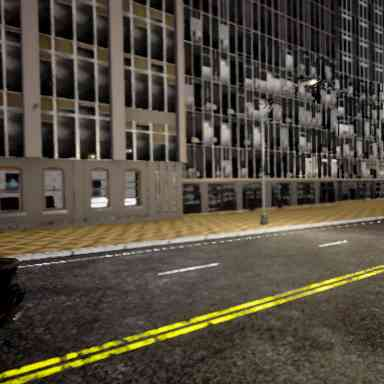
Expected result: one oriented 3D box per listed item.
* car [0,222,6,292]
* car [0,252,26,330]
[{"bbox_3d":[-6.742,1.522,6.858,4.892,1.490,1.837,-1,0,-36],"label":"car"},{"bbox_3d":[-4.845,1.521,4.219,4.892,1.490,1.837,-1,0,-35],"label":"car"}]
